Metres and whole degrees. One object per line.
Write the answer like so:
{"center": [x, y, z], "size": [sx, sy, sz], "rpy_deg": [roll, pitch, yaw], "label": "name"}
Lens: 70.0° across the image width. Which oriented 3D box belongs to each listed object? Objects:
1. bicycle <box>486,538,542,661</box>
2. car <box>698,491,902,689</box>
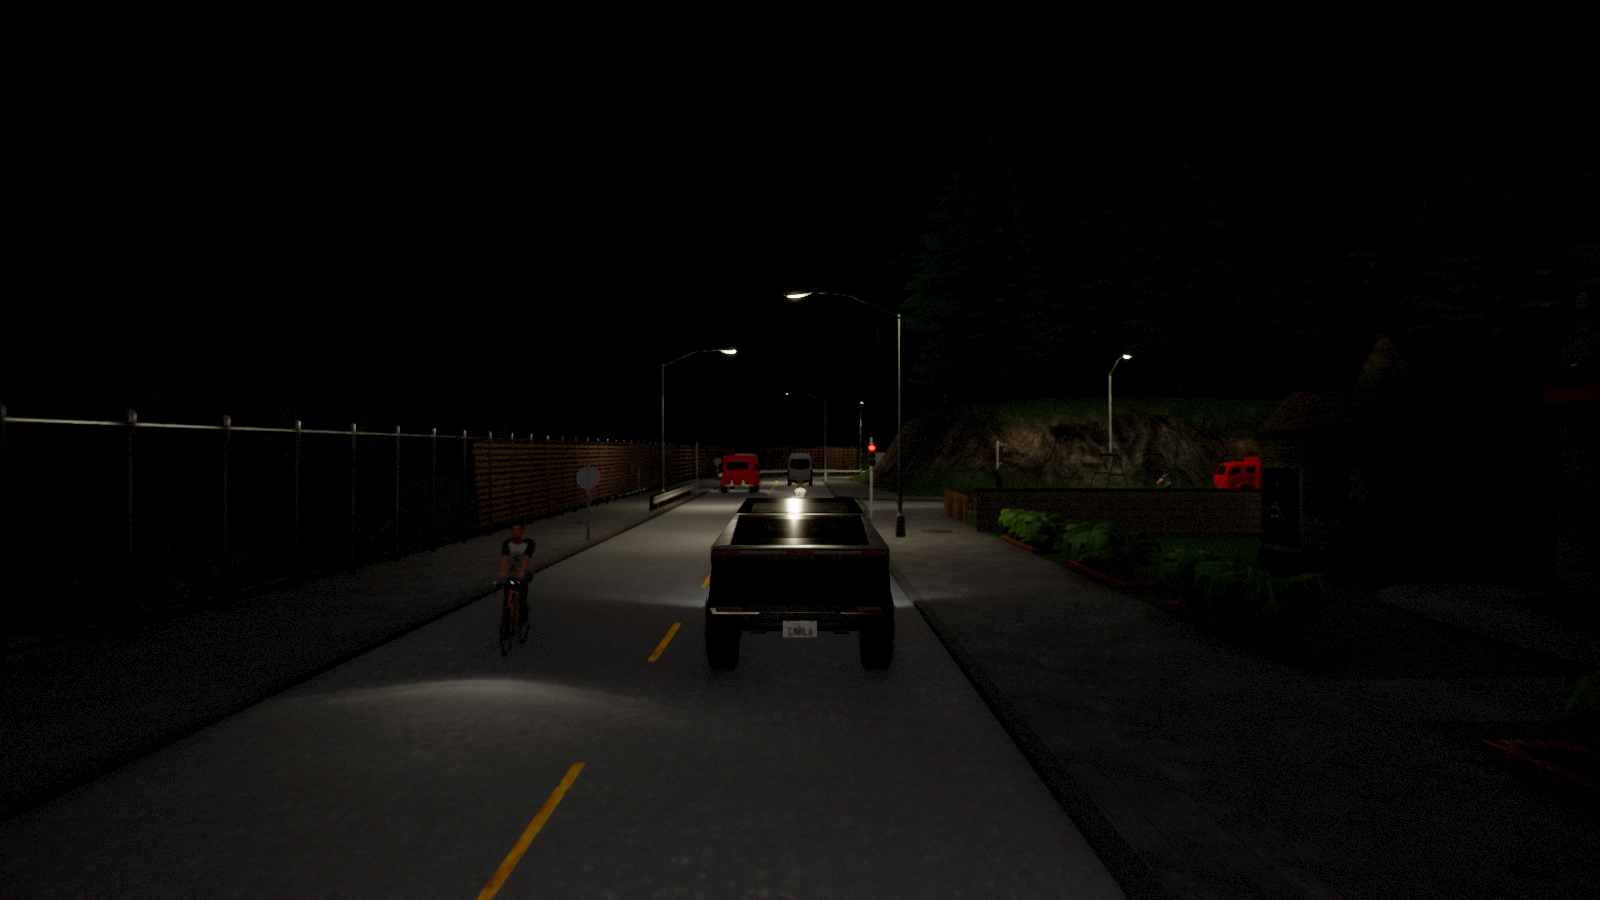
{"center": [-3.997, 2.056, 16.056], "size": [0.373, 1.496, 1.643], "rpy_deg": [0, 0, 0], "label": "bicycle"}
{"center": [0.000, 1.753, 16.528], "size": [2.390, 2.098, 6.274], "rpy_deg": [0, 0, 0], "label": "car"}
